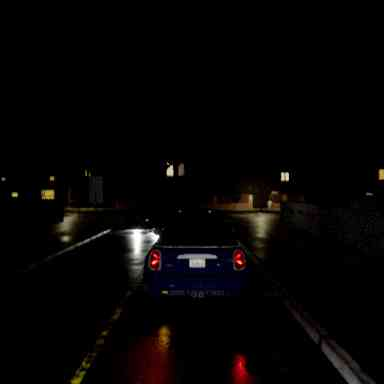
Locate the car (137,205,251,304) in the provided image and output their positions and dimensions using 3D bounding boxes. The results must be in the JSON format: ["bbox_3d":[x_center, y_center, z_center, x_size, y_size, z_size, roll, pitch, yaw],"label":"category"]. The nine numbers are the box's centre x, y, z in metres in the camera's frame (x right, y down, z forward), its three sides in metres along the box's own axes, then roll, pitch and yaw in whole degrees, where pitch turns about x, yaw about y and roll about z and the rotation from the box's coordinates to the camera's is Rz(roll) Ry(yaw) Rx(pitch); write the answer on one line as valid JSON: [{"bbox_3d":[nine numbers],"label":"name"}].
[{"bbox_3d":[0.095,1.340,8.290,2.097,1.767,4.553,0,0,0],"label":"car"}]

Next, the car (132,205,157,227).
[{"bbox_3d":[-2.762,1.552,22.424,1.994,1.385,4.181,0,0,0],"label":"car"}]

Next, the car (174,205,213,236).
[{"bbox_3d":[0.177,1.543,19.226,1.994,1.385,4.181,0,0,3],"label":"car"}]
